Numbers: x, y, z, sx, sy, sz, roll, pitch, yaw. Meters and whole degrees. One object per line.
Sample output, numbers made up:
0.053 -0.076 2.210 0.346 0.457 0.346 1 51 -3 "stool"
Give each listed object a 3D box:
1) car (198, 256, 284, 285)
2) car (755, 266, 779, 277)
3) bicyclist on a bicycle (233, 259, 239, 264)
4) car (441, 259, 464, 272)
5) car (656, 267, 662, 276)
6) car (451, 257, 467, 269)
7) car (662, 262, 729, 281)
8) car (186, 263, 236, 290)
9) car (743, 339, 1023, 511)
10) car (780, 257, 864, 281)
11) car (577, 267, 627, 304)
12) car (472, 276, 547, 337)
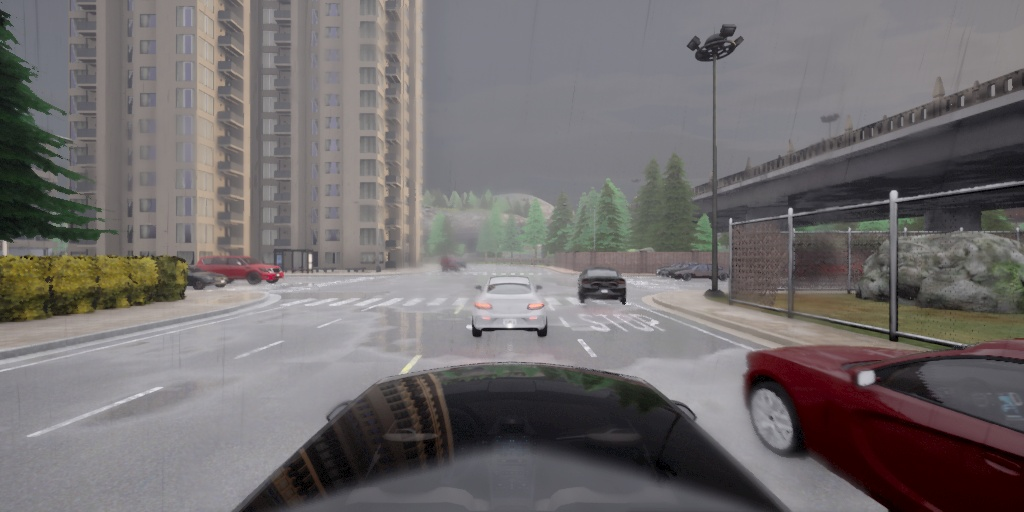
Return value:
-19.707 1.027 25.925 5.566 2.045 2.150 0 0 -1 "car"
25.333 1.369 33.707 4.181 1.385 1.994 0 0 0 "car"
-29.112 1.106 37.787 0.582 1.620 1.656 0 0 -1 "bicyclist on a bicycle"
-7.783 1.351 46.106 1.895 1.301 4.718 0 0 -1 "car"
16.083 1.297 33.590 4.902 1.511 2.128 0 0 -1 "car"
-8.137 1.297 57.072 2.033 1.411 5.357 0 0 -4 "car"
15.915 1.353 30.088 5.357 1.411 2.033 0 0 -1 "car"
-20.449 1.331 22.423 4.674 1.442 1.812 0 0 -1 "car"
3.556 1.228 2.013 1.882 1.535 5.008 0 0 -1 "car"
26.298 1.027 30.222 5.566 2.045 2.150 0 0 -1 "car"
4.046 1.237 16.504 1.882 1.535 5.008 0 0 9 "car"
-0.074 1.276 10.161 1.812 1.442 4.674 0 0 -1 "car"
